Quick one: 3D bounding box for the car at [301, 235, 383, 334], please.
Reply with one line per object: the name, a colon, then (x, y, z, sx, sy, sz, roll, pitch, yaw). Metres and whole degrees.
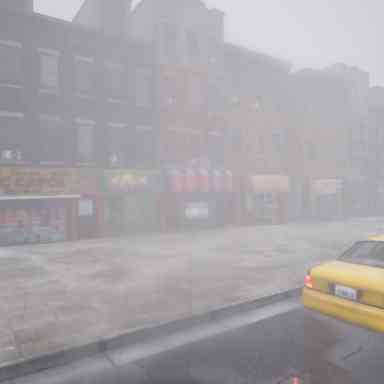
car: (4.342, 1.453, 6.378, 5.366, 1.575, 1.801, 0, 0, -35)
